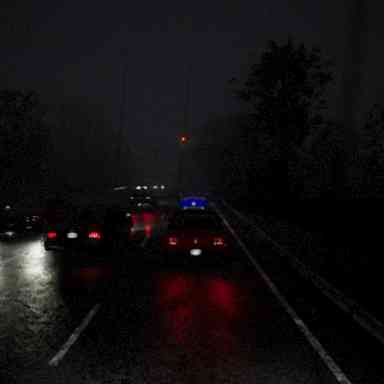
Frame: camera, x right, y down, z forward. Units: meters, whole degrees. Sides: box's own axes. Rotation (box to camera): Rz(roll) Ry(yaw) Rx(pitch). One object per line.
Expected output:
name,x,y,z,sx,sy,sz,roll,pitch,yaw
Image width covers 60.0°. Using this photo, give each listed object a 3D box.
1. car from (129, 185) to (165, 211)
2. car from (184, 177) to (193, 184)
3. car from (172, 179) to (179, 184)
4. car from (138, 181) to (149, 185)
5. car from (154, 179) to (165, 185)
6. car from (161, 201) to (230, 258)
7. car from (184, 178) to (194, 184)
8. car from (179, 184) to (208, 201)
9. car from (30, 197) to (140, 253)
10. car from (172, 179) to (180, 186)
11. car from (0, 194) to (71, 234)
car,-3.392,0.495,23.952,2.128,1.511,4.902,0,3,0
car,-1.016,-3.132,92.376,2.097,1.767,4.553,0,3,-3
car,-4.512,-2.954,92.216,1.812,1.442,4.674,0,3,-3
car,-10.773,-1.886,73.986,1.895,1.301,4.718,0,3,-1
car,-7.277,-2.137,74.195,2.097,1.767,4.553,0,3,-1
car,0.103,1.238,11.190,1.895,1.301,4.718,0,3,0
car,-0.530,-2.416,82.283,1.882,1.535,5.008,0,3,-2
car,0.107,0.488,23.799,1.882,1.535,5.008,0,3,0
car,-3.391,1.150,11.872,2.033,1.411,5.357,0,3,-1
car,-4.015,-2.340,81.777,2.033,1.411,5.357,0,3,-2
car,-7.082,0.899,15.529,1.882,1.535,5.008,0,3,0
